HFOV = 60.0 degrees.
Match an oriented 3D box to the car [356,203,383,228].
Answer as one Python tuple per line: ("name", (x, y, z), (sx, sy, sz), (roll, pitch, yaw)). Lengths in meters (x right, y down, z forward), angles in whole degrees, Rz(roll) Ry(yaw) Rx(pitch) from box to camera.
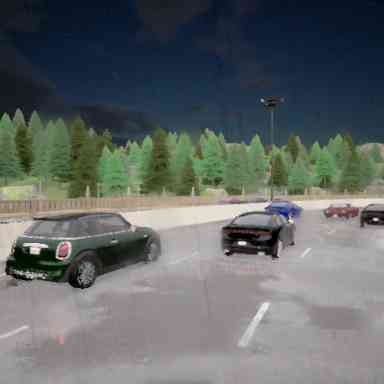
("car", (12.320, 1.478, 21.738), (1.882, 1.535, 5.008), (0, 0, 35))

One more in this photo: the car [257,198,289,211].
("car", (10.168, 1.525, 41.391), (1.812, 1.442, 4.674), (0, 0, 43))

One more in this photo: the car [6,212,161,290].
("car", (-2.706, 1.352, 9.501), (2.097, 1.767, 4.553), (0, 0, 24))

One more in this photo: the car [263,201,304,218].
("car", (7.563, 1.477, 27.138), (1.882, 1.535, 5.008), (0, 0, 36))

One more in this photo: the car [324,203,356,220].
("car", (12.911, 1.601, 28.396), (1.895, 1.301, 4.718), (0, 0, 39))

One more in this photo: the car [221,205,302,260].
("car", (2.724, 1.477, 12.761), (1.882, 1.535, 5.008), (0, 0, 27))
